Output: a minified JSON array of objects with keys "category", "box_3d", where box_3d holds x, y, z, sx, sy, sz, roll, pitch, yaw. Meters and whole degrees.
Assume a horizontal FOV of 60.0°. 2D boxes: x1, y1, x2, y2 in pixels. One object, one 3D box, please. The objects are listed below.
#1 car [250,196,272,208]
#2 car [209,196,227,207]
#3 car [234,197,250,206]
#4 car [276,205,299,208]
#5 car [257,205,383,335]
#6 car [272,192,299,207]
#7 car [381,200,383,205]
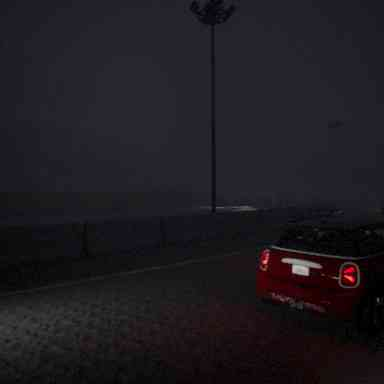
[{"category":"car","box_3d":[9.806,1.340,45.291,2.128,1.511,4.902,0,0,21]},{"category":"car","box_3d":[3.964,1.388,49.548,1.837,1.490,4.892,0,0,19]},{"category":"car","box_3d":[7.611,1.420,49.411,1.994,1.385,4.181,0,0,19]},{"category":"car","box_3d":[5.610,1.428,13.716,4.902,1.511,2.128,-1,0,-45]},{"category":"car","box_3d":[3.435,1.316,6.957,4.553,1.767,2.097,0,0,-41]},{"category":"car","box_3d":[11.809,1.062,41.006,2.150,2.045,5.566,0,0,24]},{"category":"car","box_3d":[19.456,1.405,32.438,1.895,1.301,4.718,0,0,29]}]
